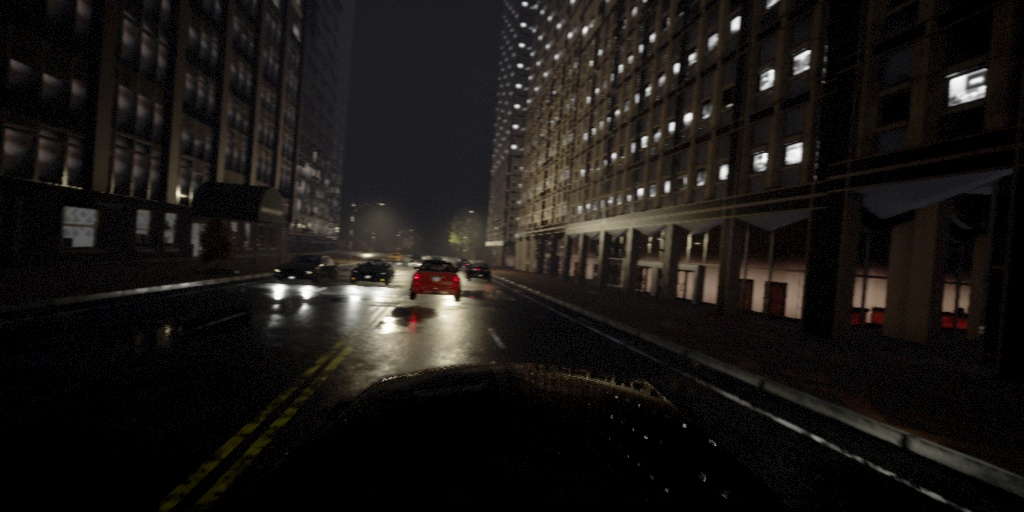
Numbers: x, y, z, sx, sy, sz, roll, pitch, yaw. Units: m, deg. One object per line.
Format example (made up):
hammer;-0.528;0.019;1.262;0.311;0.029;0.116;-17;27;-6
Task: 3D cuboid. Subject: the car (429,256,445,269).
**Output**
car;-10.368;0.795;49.464;1.882;1.535;5.008;4;0;-12

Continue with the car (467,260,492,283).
car;-2.781;1.227;28.886;2.128;1.511;4.902;4;-1;-11

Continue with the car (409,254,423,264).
car;-16.060;0.445;60.252;1.882;1.535;5.008;4;0;-11

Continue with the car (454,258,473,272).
car;-6.130;1.106;44.956;1.837;1.490;4.892;4;0;-12

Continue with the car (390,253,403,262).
car;-19.148;0.212;59.179;1.882;1.535;5.008;4;0;-11

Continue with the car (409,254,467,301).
car;-3.512;0.951;16.693;2.097;1.767;4.553;4;0;-12

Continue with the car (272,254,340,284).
car;-10.967;0.622;19.637;2.033;1.411;5.357;4;0;-12

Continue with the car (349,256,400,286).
car;-7.837;0.874;20.508;1.994;1.385;4.181;4;0;-12
